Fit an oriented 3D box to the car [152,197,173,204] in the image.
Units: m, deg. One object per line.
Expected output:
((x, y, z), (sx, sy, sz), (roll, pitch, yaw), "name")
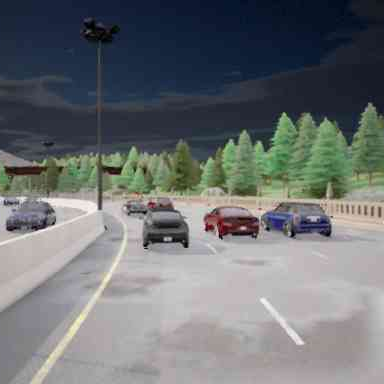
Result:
((-3.567, 1.335, 36.738), (2.097, 1.767, 4.553), (0, 0, -20), "car")

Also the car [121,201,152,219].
((-5.739, 1.541, 32.781), (2.033, 1.411, 5.357), (0, 0, -19), "car")

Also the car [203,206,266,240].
((1.864, 1.457, 17.179), (1.882, 1.535, 5.008), (0, 0, -9), "car")

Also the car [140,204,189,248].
((-1.271, 1.497, 14.730), (1.837, 1.490, 4.892), (0, 0, -9), "car")

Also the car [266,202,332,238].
((5.320, 1.319, 17.569), (2.097, 1.767, 4.553), (0, 0, -9), "car")
